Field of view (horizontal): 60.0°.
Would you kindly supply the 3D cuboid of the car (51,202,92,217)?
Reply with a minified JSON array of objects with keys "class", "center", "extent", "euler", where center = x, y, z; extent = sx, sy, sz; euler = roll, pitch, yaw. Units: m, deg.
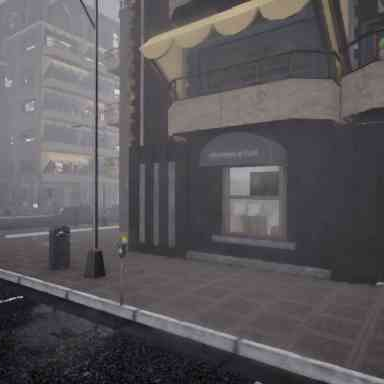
[{"class":"car","center":[-12.738,1.821,35.264],"extent":[1.967,1.590,4.097],"euler":[-1,-1,35]}]

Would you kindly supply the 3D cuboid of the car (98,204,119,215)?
[{"class":"car","center":[-9.457,2.063,39.890],"extent":[1.802,1.307,4.206],"euler":[-1,-1,35]}]
